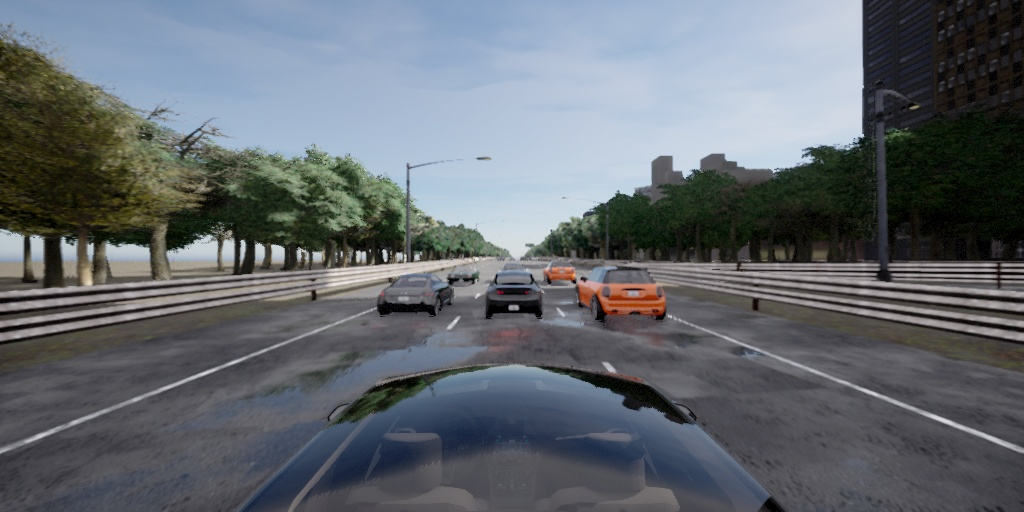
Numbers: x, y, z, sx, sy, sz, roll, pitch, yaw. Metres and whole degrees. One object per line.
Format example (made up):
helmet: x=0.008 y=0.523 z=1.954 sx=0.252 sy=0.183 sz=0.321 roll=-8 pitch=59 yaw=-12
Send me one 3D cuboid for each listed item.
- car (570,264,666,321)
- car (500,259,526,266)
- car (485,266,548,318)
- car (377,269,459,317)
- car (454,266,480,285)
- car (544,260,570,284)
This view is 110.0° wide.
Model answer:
car: x=3.569 y=1.121 z=12.611 sx=2.097 sy=1.767 sz=4.553 roll=0 pitch=0 yaw=0
car: x=0.078 y=1.278 z=28.080 sx=1.837 sy=1.490 sz=4.892 roll=0 pitch=1 yaw=0
car: x=0.072 y=1.276 z=12.996 sx=1.837 sy=1.490 sz=4.892 roll=0 pitch=0 yaw=0
car: x=-3.426 y=1.335 z=13.392 sx=1.994 sy=1.385 sz=4.181 roll=0 pitch=0 yaw=0
car: x=-3.434 y=1.376 z=26.532 sx=1.895 sy=1.301 sz=4.718 roll=0 pitch=0 yaw=0
car: x=3.573 y=1.123 z=27.669 sx=2.097 sy=1.767 sz=4.553 roll=0 pitch=0 yaw=0
